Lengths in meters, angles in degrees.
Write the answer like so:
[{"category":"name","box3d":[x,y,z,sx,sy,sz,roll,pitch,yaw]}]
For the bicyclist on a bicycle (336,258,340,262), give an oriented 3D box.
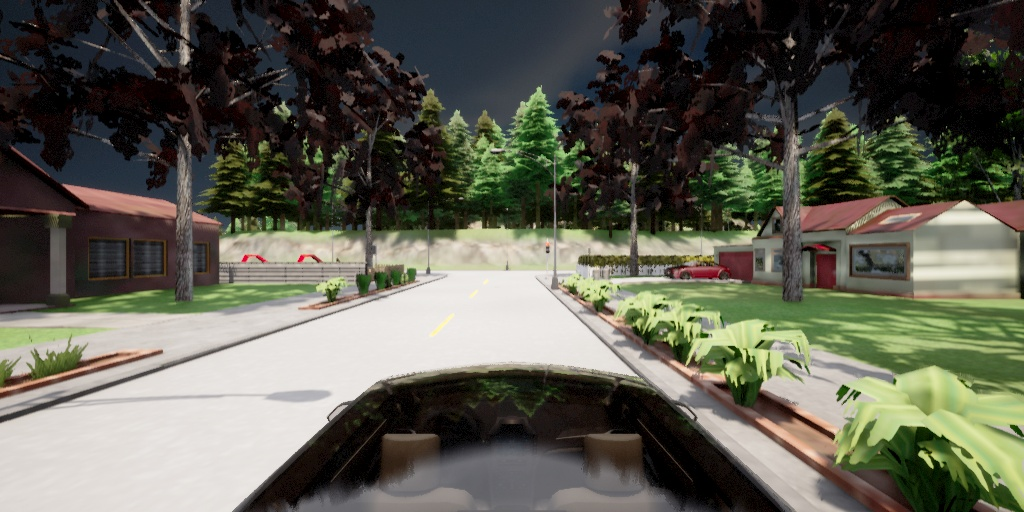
[{"category":"bicyclist on a bicycle","box3d":[-24.045,1.074,49.509,0.582,1.620,1.656,0,0,0]}]
